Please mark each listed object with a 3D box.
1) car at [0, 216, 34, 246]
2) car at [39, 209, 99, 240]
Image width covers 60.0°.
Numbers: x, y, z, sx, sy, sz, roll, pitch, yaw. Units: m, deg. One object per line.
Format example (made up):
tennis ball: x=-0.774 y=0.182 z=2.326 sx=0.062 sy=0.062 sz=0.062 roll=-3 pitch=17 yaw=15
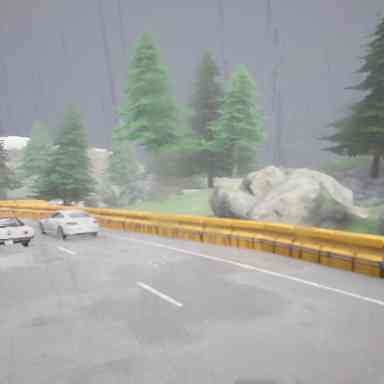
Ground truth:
car: x=-8.870 y=1.763 z=15.137 sx=1.895 sy=1.301 sz=4.718 roll=-1 pitch=0 yaw=-42
car: x=-6.671 y=1.664 z=17.916 sx=1.812 sy=1.442 sz=4.674 roll=-1 pitch=0 yaw=-42
